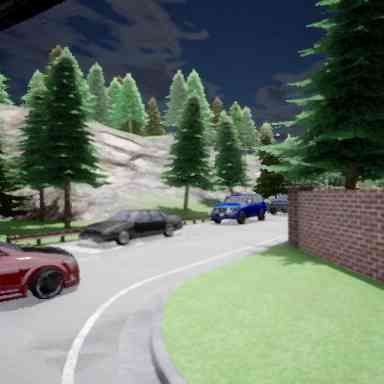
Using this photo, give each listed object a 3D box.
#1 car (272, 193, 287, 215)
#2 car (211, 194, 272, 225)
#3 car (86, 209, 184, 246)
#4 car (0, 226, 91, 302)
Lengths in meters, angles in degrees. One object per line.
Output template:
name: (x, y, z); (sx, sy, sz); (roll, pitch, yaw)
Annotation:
car: (9.548, 1.162, 32.911); (2.150, 2.045, 5.566); (-1, 0, 34)
car: (3.539, 1.170, 24.230); (2.150, 2.045, 5.566); (-1, 0, 35)
car: (-2.553, 1.501, 15.411); (2.033, 1.411, 5.357); (-1, 0, 35)
car: (-4.545, 1.577, 6.804); (4.181, 1.385, 1.994); (-2, 2, -37)
